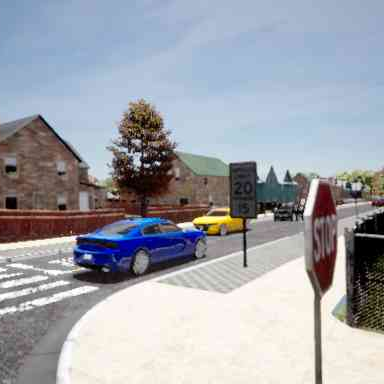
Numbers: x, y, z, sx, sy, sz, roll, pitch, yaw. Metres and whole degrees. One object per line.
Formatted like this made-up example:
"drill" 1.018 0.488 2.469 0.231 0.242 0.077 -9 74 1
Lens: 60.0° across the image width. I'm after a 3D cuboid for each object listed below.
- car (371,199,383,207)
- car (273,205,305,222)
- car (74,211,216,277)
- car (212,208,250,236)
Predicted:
"car" 42.403 2.403 76.134 2.097 1.767 4.553 -2 -2 34
"car" 9.392 1.956 32.027 1.882 1.535 5.008 -2 -1 34
"car" -1.388 1.598 10.857 1.882 1.535 5.008 -2 -2 34
"car" 1.913 1.794 20.892 1.882 1.535 5.008 -2 -2 34
